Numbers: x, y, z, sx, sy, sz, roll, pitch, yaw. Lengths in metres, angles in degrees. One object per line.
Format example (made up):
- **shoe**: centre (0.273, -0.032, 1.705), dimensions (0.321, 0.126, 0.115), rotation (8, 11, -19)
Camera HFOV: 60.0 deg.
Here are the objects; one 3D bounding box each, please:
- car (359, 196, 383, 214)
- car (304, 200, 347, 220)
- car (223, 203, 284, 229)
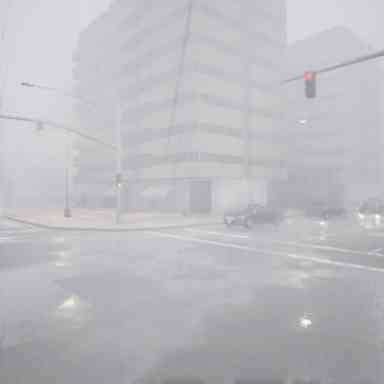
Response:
- **car**: centre (19.565, 1.309, 35.282), dimensions (4.553, 1.767, 2.097), rotation (0, 0, -41)
- **car**: centre (11.356, 1.504, 28.194), dimensions (4.892, 1.490, 1.837), rotation (0, 0, -41)
- **car**: centre (4.123, 1.526, 21.938), dimensions (4.902, 1.511, 2.128), rotation (0, 0, -41)
